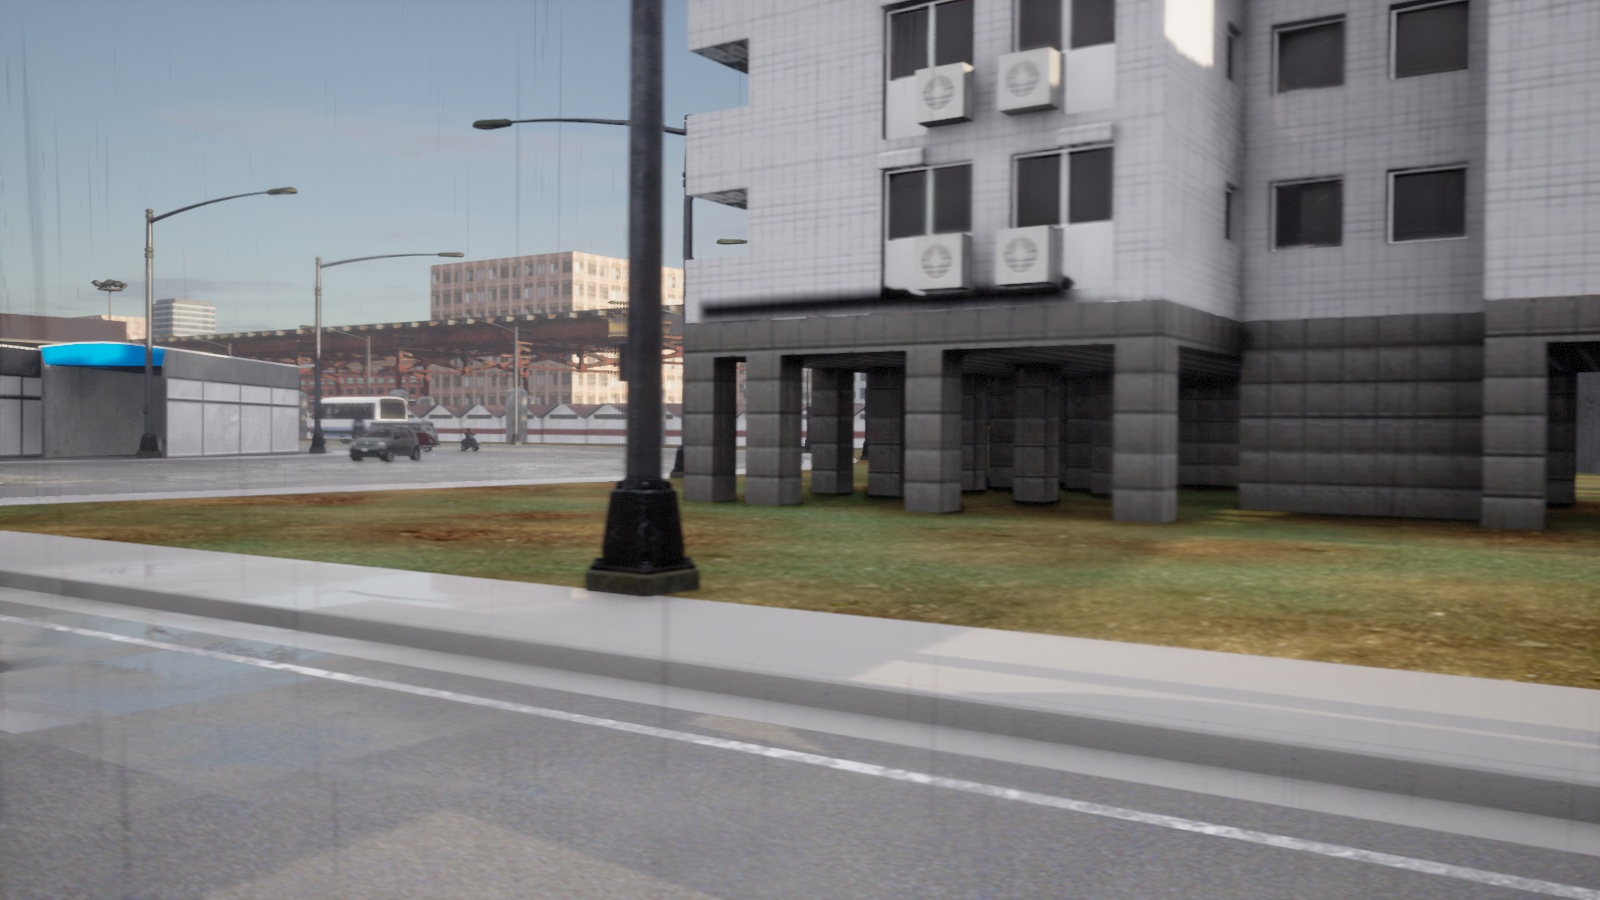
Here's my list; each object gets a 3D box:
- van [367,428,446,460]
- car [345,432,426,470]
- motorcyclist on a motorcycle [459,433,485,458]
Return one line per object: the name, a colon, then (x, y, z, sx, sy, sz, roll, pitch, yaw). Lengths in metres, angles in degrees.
van: (-24.960, -0.387, 79.687, 4.442, 1.987, 1.775, 0, 0, 11)
car: (-18.593, 0.020, 56.534, 1.851, 1.617, 3.988, 0, 1, 8)
motorcyclist on a motorcycle: (-22.433, -0.298, 85.867, 0.766, 1.649, 2.350, -2, 2, -41)
